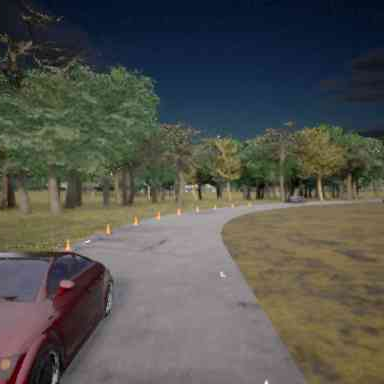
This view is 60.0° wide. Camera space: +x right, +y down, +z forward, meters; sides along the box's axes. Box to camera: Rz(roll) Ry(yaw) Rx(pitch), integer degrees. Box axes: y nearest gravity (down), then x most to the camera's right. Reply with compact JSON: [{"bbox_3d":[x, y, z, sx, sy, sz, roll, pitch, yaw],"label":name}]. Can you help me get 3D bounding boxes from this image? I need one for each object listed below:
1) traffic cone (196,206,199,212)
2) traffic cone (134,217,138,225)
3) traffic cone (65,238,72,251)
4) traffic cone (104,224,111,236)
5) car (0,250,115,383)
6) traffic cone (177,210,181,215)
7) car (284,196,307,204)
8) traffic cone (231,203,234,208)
[{"bbox_3d":[0.626,1.887,37.120,0.340,0.580,0.340,0,0,24],"label":"traffic cone"},{"bbox_3d":[-3.722,1.915,22.127,0.340,0.580,0.340,0,0,9],"label":"traffic cone"},{"bbox_3d":[-4.383,1.935,11.788,0.340,0.580,0.340,0,0,0],"label":"traffic cone"},{"bbox_3d":[-4.272,1.925,16.939,0.340,0.580,0.340,0,0,4],"label":"traffic cone"},{"bbox_3d":[-2.436,1.556,4.592,1.994,1.385,4.181,0,0,0],"label":"car"},{"bbox_3d":[-1.264,1.896,32.257,0.340,0.580,0.340,0,0,19],"label":"traffic cone"},{"bbox_3d":[17.854,1.322,57.299,2.033,1.411,5.357,0,1,45],"label":"car"},{"bbox_3d":[5.652,1.865,46.250,0.340,0.580,0.340,0,0,34],"label":"traffic cone"}]
